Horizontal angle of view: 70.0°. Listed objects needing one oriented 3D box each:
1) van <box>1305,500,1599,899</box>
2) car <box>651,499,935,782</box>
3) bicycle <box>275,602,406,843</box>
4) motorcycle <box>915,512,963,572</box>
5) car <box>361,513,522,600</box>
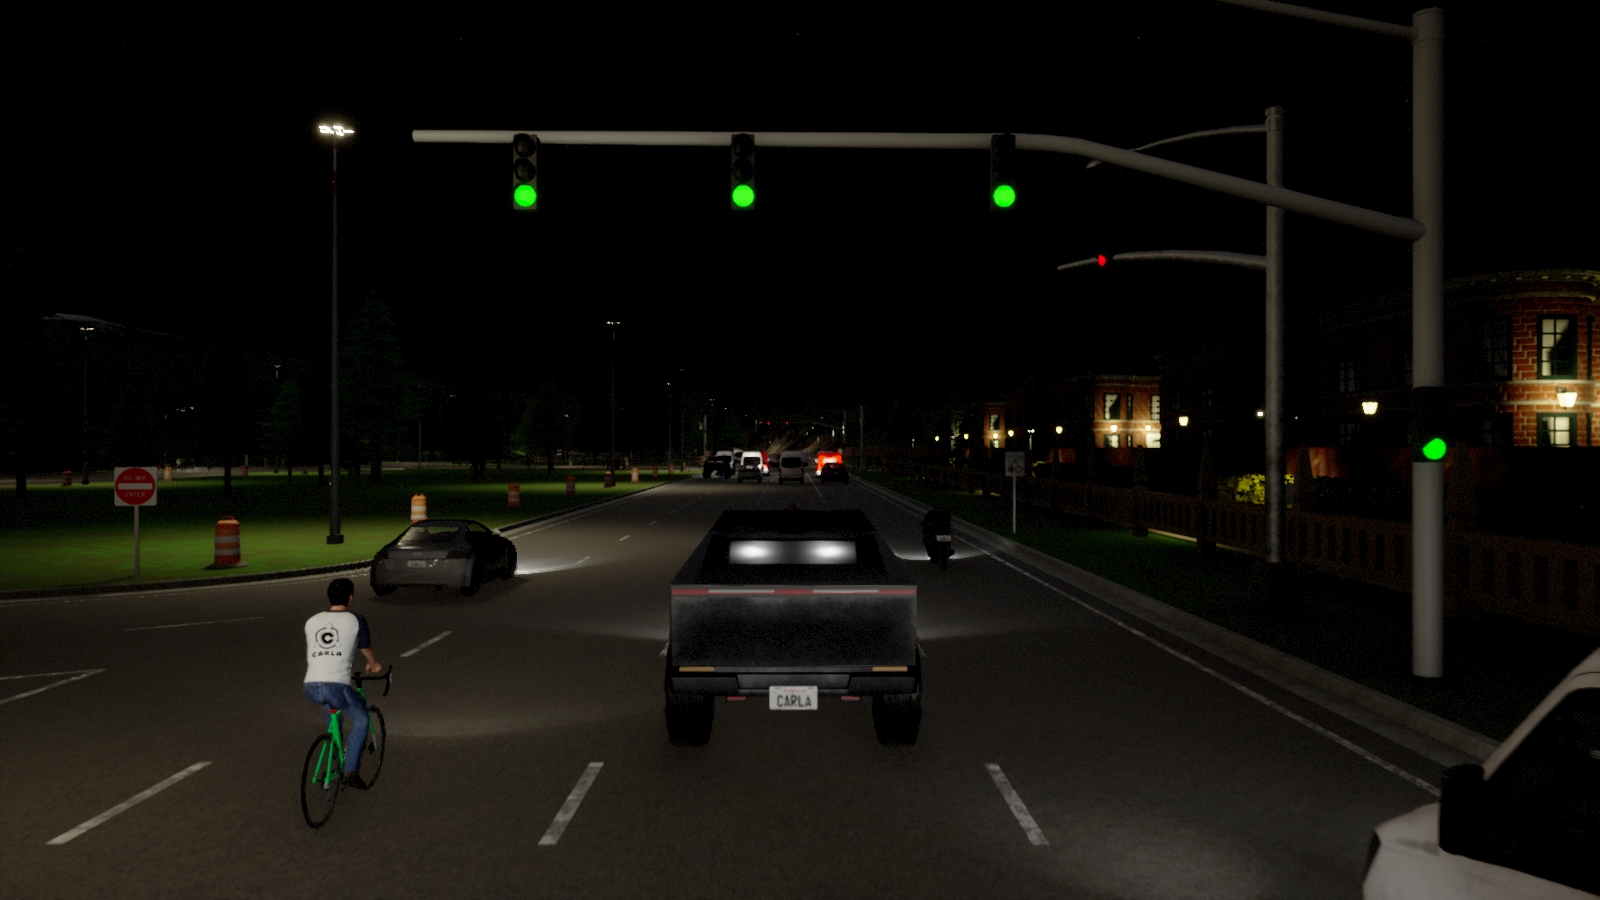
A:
[{"bbox_3d":[3.473,1.530,2.648,1.988,2.561,5.915,0,0,0],"label":"van"},{"bbox_3d":[-0.079,1.738,12.743,2.390,2.098,6.274,0,0,0],"label":"car"},{"bbox_3d":[-3.548,2.045,8.935,0.373,1.496,1.643,0,0,0],"label":"bicycle"},{"bbox_3d":[3.308,2.174,27.406,0.867,1.251,2.209,0,0,0],"label":"motorcycle"},{"bbox_3d":[-7.160,2.092,23.308,1.994,1.385,4.181,0,0,0],"label":"car"}]
